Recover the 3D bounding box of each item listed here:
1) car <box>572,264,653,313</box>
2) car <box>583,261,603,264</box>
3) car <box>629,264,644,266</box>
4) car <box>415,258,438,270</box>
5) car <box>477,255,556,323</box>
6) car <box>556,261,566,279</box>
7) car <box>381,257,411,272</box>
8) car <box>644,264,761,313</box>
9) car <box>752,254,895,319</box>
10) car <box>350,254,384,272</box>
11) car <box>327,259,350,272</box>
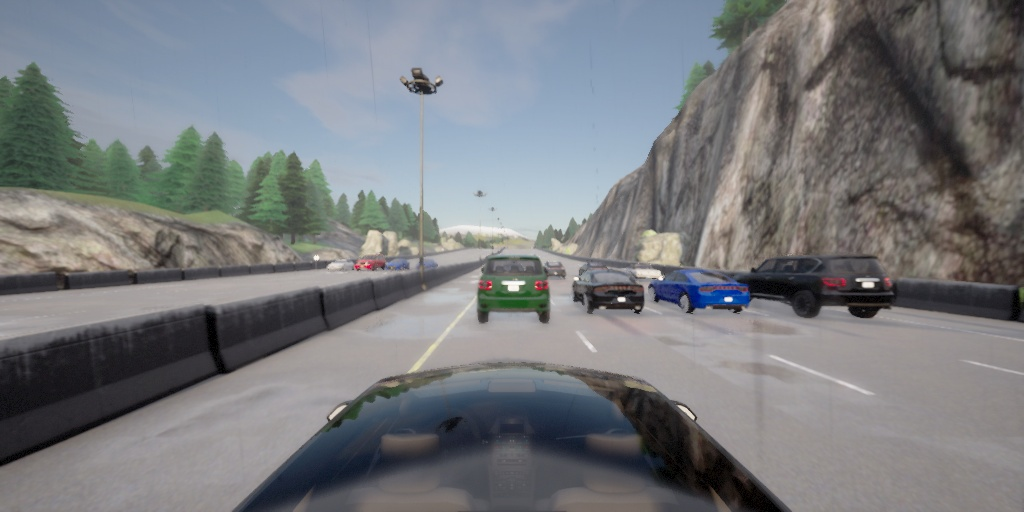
[{"bbox_3d":[3.585,1.263,14.161,1.882,1.535,5.008,0,0,0],"label":"car"},{"bbox_3d":[7.107,1.215,31.842,2.128,1.511,4.902,0,0,0],"label":"car"},{"bbox_3d":[10.601,1.336,30.097,1.895,1.301,4.718,0,0,0],"label":"car"},{"bbox_3d":[-10.560,1.087,44.453,1.882,1.535,5.008,0,1,0],"label":"car"},{"bbox_3d":[0.073,1.001,12.388,2.150,2.045,5.566,0,-1,1],"label":"car"},{"bbox_3d":[3.607,1.215,31.841,2.128,1.511,4.902,0,0,0],"label":"car"},{"bbox_3d":[-14.059,1.087,44.450,1.882,1.535,5.008,0,1,0],"label":"car"},{"bbox_3d":[7.085,1.263,14.180,1.882,1.535,5.008,0,0,0],"label":"car"},{"bbox_3d":[10.580,1.000,13.293,2.150,2.045,5.566,0,-1,1],"label":"car"},{"bbox_3d":[-17.558,0.827,44.782,2.150,2.045,5.566,0,1,0],"label":"car"},{"bbox_3d":[-21.055,1.135,44.399,1.812,1.442,4.674,0,1,0],"label":"car"}]
